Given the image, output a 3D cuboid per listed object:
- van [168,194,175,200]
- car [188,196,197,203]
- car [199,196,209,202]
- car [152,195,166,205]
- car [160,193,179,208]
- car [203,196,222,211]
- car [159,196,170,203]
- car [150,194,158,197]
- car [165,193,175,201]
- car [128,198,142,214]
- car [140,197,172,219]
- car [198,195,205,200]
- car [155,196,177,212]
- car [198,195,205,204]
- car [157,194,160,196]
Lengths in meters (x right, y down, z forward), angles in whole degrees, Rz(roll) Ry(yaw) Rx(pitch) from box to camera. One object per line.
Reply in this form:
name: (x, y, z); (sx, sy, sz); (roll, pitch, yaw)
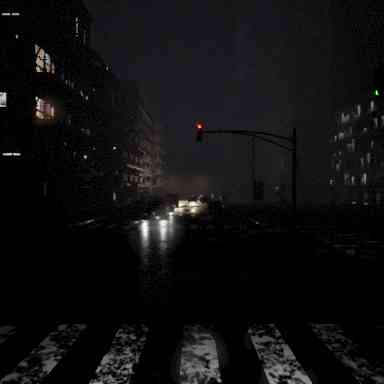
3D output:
van: (-5.661, 1.350, 91.828); (1.690, 1.788, 3.998); (-1, 0, 0)
car: (0.135, 1.549, 69.761); (2.033, 1.411, 5.357); (0, 0, 0)
car: (2.681, 1.548, 74.936); (1.887, 1.381, 4.507); (-1, 0, 0)
car: (-5.676, 1.439, 57.935); (1.967, 1.590, 4.097); (-1, 0, 0)
car: (-3.067, 1.218, 49.409); (2.150, 2.045, 5.566); (0, 0, 0)
car: (2.665, 1.540, 41.042); (1.887, 1.381, 4.507); (-1, 0, 0)
car: (-5.669, 1.584, 69.233); (1.802, 1.307, 4.206); (-1, 0, 0)
car: (-5.684, 1.436, 40.988); (1.967, 1.590, 4.097); (-1, 0, 0)
car: (-5.665, 1.322, 86.180); (2.192, 1.841, 5.009); (-1, 0, 0)
car: (-5.684, 1.540, 35.339); (1.887, 1.381, 4.507); (-1, 0, 0)
car: (-3.086, 1.501, 29.308); (1.837, 1.490, 4.892); (0, 0, 0)
car: (2.688, 1.535, 92.053); (1.752, 1.417, 4.829); (-1, 0, 0)
car: (-3.077, 1.521, 39.062); (1.812, 1.442, 4.674); (0, 0, 0)
car: (2.676, 1.551, 63.637); (2.008, 1.369, 4.403); (-1, 0, 0)
car: (-5.680, 1.312, 52.287); (2.192, 1.841, 5.009); (-1, 0, 0)
